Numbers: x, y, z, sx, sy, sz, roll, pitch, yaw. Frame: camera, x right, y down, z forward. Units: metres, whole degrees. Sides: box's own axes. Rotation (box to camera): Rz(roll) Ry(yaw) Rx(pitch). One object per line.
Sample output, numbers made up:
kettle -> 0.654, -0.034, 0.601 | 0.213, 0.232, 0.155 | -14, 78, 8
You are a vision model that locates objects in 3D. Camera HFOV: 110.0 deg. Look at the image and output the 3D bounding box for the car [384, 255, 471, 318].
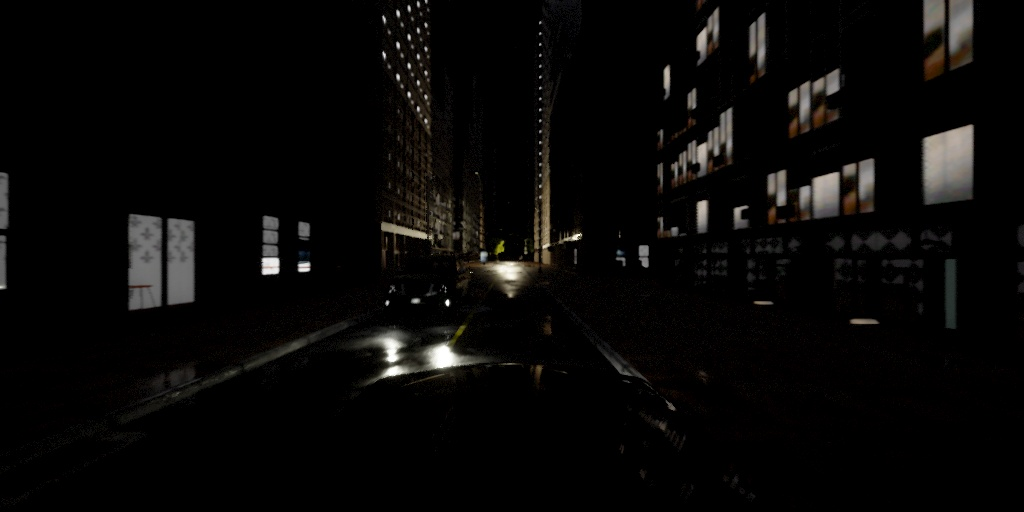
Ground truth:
car -> -2.815, 0.975, 13.292 | 2.150, 2.045, 5.566 | 0, 0, 0
